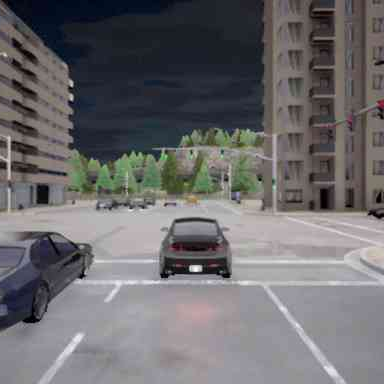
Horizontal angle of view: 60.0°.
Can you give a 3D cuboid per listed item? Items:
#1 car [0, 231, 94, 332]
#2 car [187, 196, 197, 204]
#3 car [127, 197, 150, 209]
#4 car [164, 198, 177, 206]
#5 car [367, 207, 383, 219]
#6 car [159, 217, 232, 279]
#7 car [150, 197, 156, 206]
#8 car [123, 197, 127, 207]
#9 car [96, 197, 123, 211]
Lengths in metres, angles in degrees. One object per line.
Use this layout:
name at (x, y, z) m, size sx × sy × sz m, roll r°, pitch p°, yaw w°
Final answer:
car at (-3.572, 1.548, 7.036) m, size 2.033 × 1.411 × 5.357 m, roll 0°, pitch 0°, yaw -3°
car at (-0.003, 1.488, 66.454) m, size 1.882 × 1.535 × 5.008 m, roll 0°, pitch 0°, yaw 0°
car at (-7.097, 1.533, 44.593) m, size 1.812 × 1.442 × 4.674 m, roll 0°, pitch 0°, yaw -1°
car at (-3.408, 1.609, 54.279) m, size 1.895 × 1.301 × 4.718 m, roll 0°, pitch 0°, yaw 0°
car at (17.343, 1.552, 27.152) m, size 5.357 × 1.411 × 2.033 m, roll 0°, pitch 0°, yaw 1°
car at (0.090, 1.507, 10.079) m, size 1.837 × 1.490 × 4.892 m, roll 0°, pitch 0°, yaw 0°
car at (-7.071, 1.572, 54.506) m, size 1.994 × 1.385 × 4.181 m, roll 0°, pitch 0°, yaw 0°
car at (-10.578, 1.513, 50.907) m, size 1.837 × 1.490 × 4.892 m, roll 0°, pitch 0°, yaw 0°
car at (-10.600, 1.498, 41.634) m, size 2.128 × 1.511 × 4.902 m, roll 0°, pitch 0°, yaw 0°
